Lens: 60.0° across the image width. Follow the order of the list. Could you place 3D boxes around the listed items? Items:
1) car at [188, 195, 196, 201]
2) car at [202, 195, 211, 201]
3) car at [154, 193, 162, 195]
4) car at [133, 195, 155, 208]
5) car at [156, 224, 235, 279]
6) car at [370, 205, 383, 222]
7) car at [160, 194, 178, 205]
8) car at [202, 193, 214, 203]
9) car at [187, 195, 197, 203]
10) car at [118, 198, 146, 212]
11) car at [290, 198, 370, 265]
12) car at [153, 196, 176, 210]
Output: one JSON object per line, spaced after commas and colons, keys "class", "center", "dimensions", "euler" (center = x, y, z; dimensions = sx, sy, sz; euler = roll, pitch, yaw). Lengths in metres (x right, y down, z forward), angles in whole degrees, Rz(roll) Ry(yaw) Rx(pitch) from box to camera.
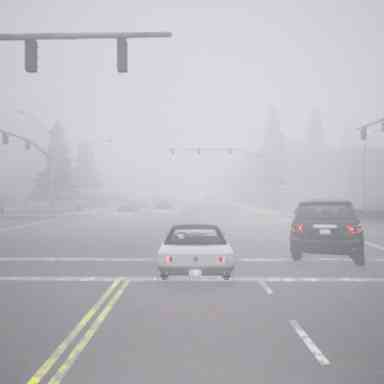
{"class": "car", "center": [0.002, 1.447, 81.372], "dimensions": [1.812, 1.442, 4.674], "euler": [0, 0, 0]}
{"class": "car", "center": [3.502, 1.476, 81.372], "dimensions": [1.994, 1.385, 4.181], "euler": [0, 0, 0]}
{"class": "car", "center": [-6.998, 1.282, 69.236], "dimensions": [2.150, 2.045, 5.566], "euler": [0, 0, 0]}
{"class": "car", "center": [-7.081, 1.588, 48.767], "dimensions": [2.033, 1.411, 5.357], "euler": [0, 0, 0]}
{"class": "car", "center": [0.092, 1.609, 10.048], "dimensions": [1.895, 1.301, 4.718], "euler": [0, 0, 0]}
{"class": "car", "center": [14.934, 1.624, 25.841], "dimensions": [4.718, 1.301, 1.895], "euler": [0, 0, 0]}
{"class": "car", "center": [-3.580, 1.548, 52.097], "dimensions": [1.837, 1.490, 4.892], "euler": [0, 0, -1]}
{"class": "car", "center": [3.502, 1.275, 70.720], "dimensions": [2.150, 2.045, 5.566], "euler": [0, 0, 0]}
{"class": "car", "center": [0.002, 1.573, 71.064], "dimensions": [1.812, 1.442, 4.674], "euler": [0, 0, 0]}
{"class": "car", "center": [-7.137, 1.579, 38.696], "dimensions": [2.033, 1.411, 5.357], "euler": [0, 0, 2]}
{"class": "car", "center": [4.937, 1.235, 12.139], "dimensions": [2.150, 2.045, 5.566], "euler": [-1, 0, 23]}
{"class": "car", "center": [-3.585, 1.600, 43.380], "dimensions": [1.994, 1.385, 4.181], "euler": [0, 0, 0]}
